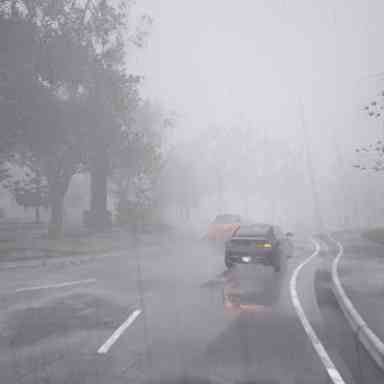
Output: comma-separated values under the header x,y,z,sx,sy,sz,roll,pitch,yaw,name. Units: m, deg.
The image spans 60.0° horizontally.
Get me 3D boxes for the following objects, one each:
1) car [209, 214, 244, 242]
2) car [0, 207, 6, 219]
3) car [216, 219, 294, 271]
x,y,z,sx,sy,sz,roll,pitch,yaw,name
2.547,2.162,21.351,2.097,1.767,4.553,-1,-3,16,car
-28.124,2.943,44.611,5.566,2.045,2.150,2,-3,-30,car
2.640,1.943,12.634,1.837,1.490,4.892,-2,-3,22,car
